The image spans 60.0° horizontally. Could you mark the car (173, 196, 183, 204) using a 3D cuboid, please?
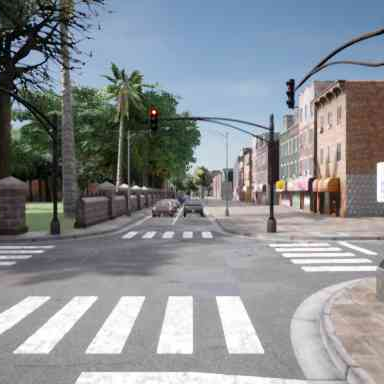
[{"bbox_3d":[-2.939,1.689,71.567,1.837,1.490,4.892,0,0,0],"label":"car"}]

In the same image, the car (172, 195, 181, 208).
[{"bbox_3d":[-2.599,1.484,36.649,1.967,1.590,4.097,0,0,0],"label":"car"}]

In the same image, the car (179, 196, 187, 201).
[{"bbox_3d":[-2.537,1.880,93.536,1.947,1.339,4.313,-1,0,0],"label":"car"}]

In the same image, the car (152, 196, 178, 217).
[{"bbox_3d":[-2.606,1.470,30.962,1.967,1.590,4.097,0,0,0],"label":"car"}]

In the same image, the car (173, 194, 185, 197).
[{"bbox_3d":[-2.907,1.378,64.598,2.150,2.045,5.566,0,0,0],"label":"car"}]

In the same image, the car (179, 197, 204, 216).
[{"bbox_3d":[0.139,1.526,32.829,2.128,1.511,4.902,0,0,0],"label":"car"}]

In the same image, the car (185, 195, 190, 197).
[{"bbox_3d":[0.140,1.725,58.937,1.895,1.301,4.718,0,0,0],"label":"car"}]

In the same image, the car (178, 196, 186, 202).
[{"bbox_3d":[-2.544,1.829,87.847,2.008,1.369,4.403,-1,0,0],"label":"car"}]
